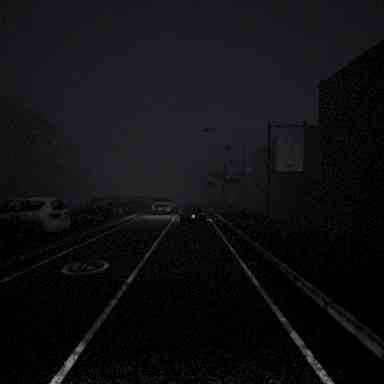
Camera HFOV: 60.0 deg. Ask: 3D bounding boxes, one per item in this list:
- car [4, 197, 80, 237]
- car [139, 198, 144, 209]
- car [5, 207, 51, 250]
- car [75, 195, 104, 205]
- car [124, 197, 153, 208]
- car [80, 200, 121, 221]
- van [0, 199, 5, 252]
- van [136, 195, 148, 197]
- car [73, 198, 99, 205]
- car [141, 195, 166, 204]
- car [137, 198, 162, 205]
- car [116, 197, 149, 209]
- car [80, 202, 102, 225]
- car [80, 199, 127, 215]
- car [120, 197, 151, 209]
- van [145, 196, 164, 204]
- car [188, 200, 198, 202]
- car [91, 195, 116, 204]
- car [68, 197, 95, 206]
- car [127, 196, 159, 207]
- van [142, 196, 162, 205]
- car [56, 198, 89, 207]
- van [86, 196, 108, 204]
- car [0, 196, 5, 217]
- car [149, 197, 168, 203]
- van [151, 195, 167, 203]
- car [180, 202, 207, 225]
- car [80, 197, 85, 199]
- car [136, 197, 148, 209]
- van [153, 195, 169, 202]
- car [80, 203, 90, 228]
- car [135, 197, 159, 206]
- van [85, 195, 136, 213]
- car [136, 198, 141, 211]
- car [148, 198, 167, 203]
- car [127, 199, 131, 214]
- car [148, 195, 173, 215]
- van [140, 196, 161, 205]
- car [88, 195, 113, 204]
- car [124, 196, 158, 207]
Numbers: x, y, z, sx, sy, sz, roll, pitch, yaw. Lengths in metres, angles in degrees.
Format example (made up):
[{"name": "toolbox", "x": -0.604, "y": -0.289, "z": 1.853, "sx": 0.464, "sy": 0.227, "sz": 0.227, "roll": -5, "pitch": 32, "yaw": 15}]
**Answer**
[{"name": "car", "x": -8.892, "y": 1.307, "z": 16.489, "sx": 5.566, "sy": 2.045, "sz": 2.435, "roll": 0, "pitch": 0, "yaw": 0}, {"name": "car", "x": -8.875, "y": 1.786, "z": 41.713, "sx": 4.792, "sy": 1.488, "sz": 2.163, "roll": 0, "pitch": -1, "yaw": 0}, {"name": "car", "x": -8.854, "y": 1.542, "z": 13.684, "sx": 5.008, "sy": 1.535, "sz": 2.097, "roll": 0, "pitch": 0, "yaw": 0}, {"name": "car", "x": -22.060, "y": 1.775, "z": 72.021, "sx": 5.566, "sy": 2.045, "sz": 2.435, "roll": 0, "pitch": -1, "yaw": 0}, {"name": "car", "x": -8.895, "y": 1.755, "z": 55.730, "sx": 4.553, "sy": 1.767, "sz": 2.185, "roll": 0, "pitch": -1, "yaw": 0}, {"name": "car", "x": -8.876, "y": 1.633, "z": 27.700, "sx": 5.008, "sy": 1.535, "sz": 2.097, "roll": 0, "pitch": -1, "yaw": 0}, {"name": "van", "x": -8.971, "y": 1.301, "z": 10.882, "sx": 4.442, "sy": 1.987, "sz": 1.878, "roll": 0, "pitch": 0, "yaw": 0}, {"name": "van", "x": -8.796, "y": 1.580, "z": 47.322, "sx": 4.442, "sy": 1.987, "sz": 1.878, "roll": 0, "pitch": -1, "yaw": 0}, {"name": "car", "x": -21.999, "y": 2.031, "z": 69.243, "sx": 4.792, "sy": 1.488, "sz": 2.163, "roll": 0, "pitch": -1, "yaw": 0}, {"name": "car", "x": -8.934, "y": 1.828, "z": 78.157, "sx": 5.566, "sy": 2.045, "sz": 2.435, "roll": 0, "pitch": -1, "yaw": 0}, {"name": "car", "x": -8.942, "y": 2.006, "z": 69.745, "sx": 4.892, "sy": 1.521, "sz": 2.231, "roll": 0, "pitch": -1, "yaw": 0}, {"name": "car", "x": -8.948, "y": 1.705, "z": 50.124, "sx": 4.553, "sy": 1.767, "sz": 2.185, "roll": 0, "pitch": -1, "yaw": 0}, {"name": "car", "x": -8.843, "y": 1.622, "z": 22.093, "sx": 4.792, "sy": 1.488, "sz": 2.163, "roll": 0, "pitch": 0, "yaw": 0}, {"name": "car", "x": -9.071, "y": 1.654, "z": 30.500, "sx": 5.366, "sy": 1.575, "sz": 1.946, "roll": 0, "pitch": -1, "yaw": 0}, {"name": "car", "x": -8.890, "y": 1.730, "z": 52.927, "sx": 4.553, "sy": 1.767, "sz": 2.185, "roll": 0, "pitch": -1, "yaw": 0}, {"name": "van", "x": -9.083, "y": 1.878, "z": 80.957, "sx": 4.442, "sy": 1.987, "sz": 1.878, "roll": 0, "pitch": 0, "yaw": 0}, {"name": "car", "x": 0.086, "y": 1.818, "z": 42.798, "sx": 1.812, "sy": 1.442, "sz": 4.674, "roll": 0, "pitch": 0, "yaw": 0}, {"name": "car", "x": -22.021, "y": 1.868, "z": 83.124, "sx": 5.566, "sy": 2.045, "sz": 2.435, "roll": 0, "pitch": 0, "yaw": 0}, {"name": "car", "x": -22.054, "y": 1.851, "z": 66.467, "sx": 4.553, "sy": 1.767, "sz": 2.185, "roll": 0, "pitch": -1, "yaw": 0}, {"name": "car", "x": -8.906, "y": 1.679, "z": 61.337, "sx": 5.566, "sy": 2.045, "sz": 2.435, "roll": 0, "pitch": -1, "yaw": 0}, {"name": "van", "x": -9.074, "y": 1.829, "z": 75.353, "sx": 4.442, "sy": 1.987, "sz": 1.878, "roll": 0, "pitch": -1, "yaw": 0}, {"name": "car", "x": -21.829, "y": 1.924, "z": 60.917, "sx": 5.366, "sy": 1.575, "sz": 1.946, "roll": 0, "pitch": 0, "yaw": 0}, {"name": "van", "x": -22.157, "y": 1.850, "z": 77.571, "sx": 4.442, "sy": 1.987, "sz": 1.878, "roll": 0, "pitch": -1, "yaw": 0}, {"name": "car", "x": -21.941, "y": 1.428, "z": 32.920, "sx": 5.566, "sy": 2.045, "sz": 2.435, "roll": 0, "pitch": -1, "yaw": 0}, {"name": "car", "x": -9.009, "y": 2.185, "z": 89.374, "sx": 4.792, "sy": 1.488, "sz": 2.163, "roll": 0, "pitch": 0, "yaw": 0}, {"name": "van", "x": -9.101, "y": 1.937, "z": 92.178, "sx": 4.442, "sy": 1.987, "sz": 1.878, "roll": 0, "pitch": 0, "yaw": 0}, {"name": "car", "x": 0.095, "y": 1.713, "z": 25.572, "sx": 1.994, "sy": 1.385, "sz": 4.181, "roll": 0, "pitch": 0, "yaw": 0}, {"name": "car", "x": -22.015, "y": 1.904, "z": 58.140, "sx": 4.892, "sy": 1.521, "sz": 2.231, "roll": 0, "pitch": -1, "yaw": 0}, {"name": "car", "x": -8.903, "y": 1.781, "z": 44.516, "sx": 5.008, "sy": 1.535, "sz": 2.097, "roll": 0, "pitch": -1, "yaw": 0}, {"name": "van", "x": -8.872, "y": 1.945, "z": 94.980, "sx": 4.442, "sy": 1.987, "sz": 1.878, "roll": 0, "pitch": 0, "yaw": 0}, {"name": "car", "x": -8.864, "y": 1.575, "z": 19.295, "sx": 4.892, "sy": 1.521, "sz": 2.231, "roll": 0, "pitch": 0, "yaw": 0}, {"name": "car", "x": -8.975, "y": 1.855, "z": 66.943, "sx": 4.553, "sy": 1.767, "sz": 2.185, "roll": 0, "pitch": -1, "yaw": 0}, {"name": "van", "x": -8.778, "y": 1.481, "z": 36.109, "sx": 4.442, "sy": 1.987, "sz": 1.878, "roll": 0, "pitch": -1, "yaw": 0}, {"name": "car", "x": -8.870, "y": 1.761, "z": 38.910, "sx": 4.792, "sy": 1.488, "sz": 2.163, "roll": 0, "pitch": -1, "yaw": 0}, {"name": "car", "x": -8.972, "y": 2.181, "z": 86.566, "sx": 4.674, "sy": 1.452, "sz": 2.002, "roll": 0, "pitch": 0, "yaw": 0}, {"name": "car", "x": -8.920, "y": 1.711, "z": 33.303, "sx": 4.792, "sy": 1.488, "sz": 2.163, "roll": 0, "pitch": -1, "yaw": 0}, {"name": "car", "x": -3.353, "y": 1.471, "z": 37.895, "sx": 2.150, "sy": 2.045, "sz": 5.566, "roll": 0, "pitch": 0, "yaw": 0}, {"name": "van", "x": -9.069, "y": 1.804, "z": 72.550, "sx": 4.442, "sy": 1.987, "sz": 1.878, "roll": 0, "pitch": -1, "yaw": 0}, {"name": "car", "x": -22.073, "y": 1.849, "z": 80.348, "sx": 5.566, "sy": 2.045, "sz": 2.435, "roll": 0, "pitch": -1, "yaw": 0}, {"name": "car", "x": -8.902, "y": 1.654, "z": 58.534, "sx": 5.566, "sy": 2.045, "sz": 2.435, "roll": 0, "pitch": -1, "yaw": 0}]
